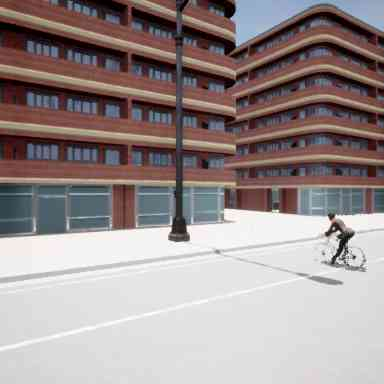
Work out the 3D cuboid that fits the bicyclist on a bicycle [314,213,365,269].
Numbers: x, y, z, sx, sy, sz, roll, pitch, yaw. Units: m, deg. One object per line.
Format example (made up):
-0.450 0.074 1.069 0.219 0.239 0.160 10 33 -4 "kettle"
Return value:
4.379 1.455 10.021 0.582 1.620 1.656 0 -2 -35 "bicyclist on a bicycle"
